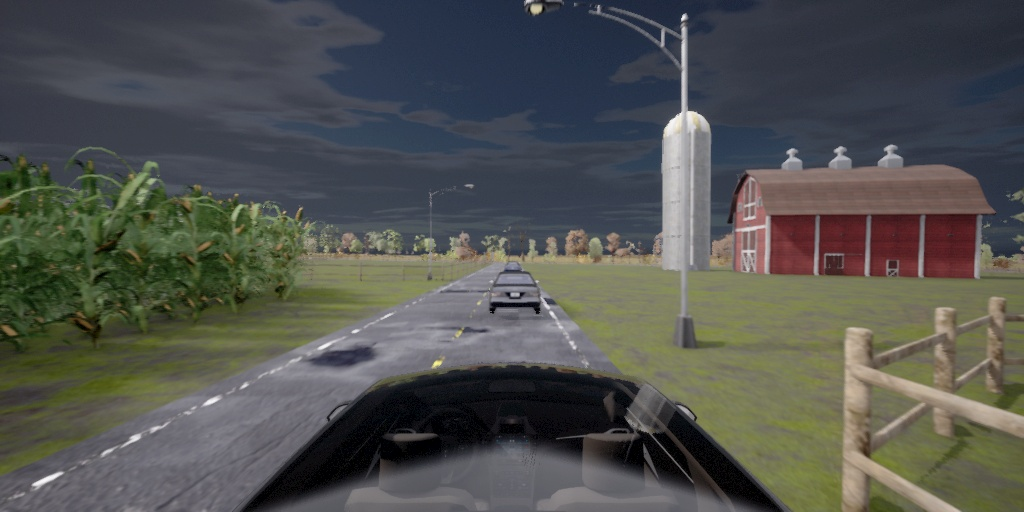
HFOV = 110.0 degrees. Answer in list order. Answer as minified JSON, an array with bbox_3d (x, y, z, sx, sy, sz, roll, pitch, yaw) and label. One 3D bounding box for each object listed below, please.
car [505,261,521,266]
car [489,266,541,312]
[{"bbox_3d":[0.088,1.286,41.682,1.994,1.385,4.181,0,0,0],"label":"car"},{"bbox_3d":[0.097,1.284,14.001,2.033,1.411,5.357,0,0,0],"label":"car"}]
